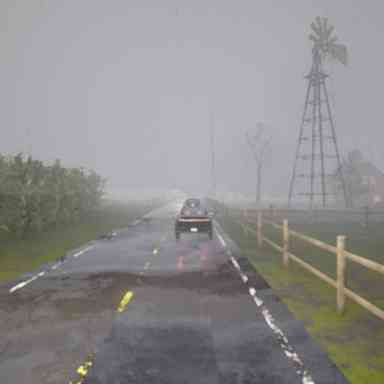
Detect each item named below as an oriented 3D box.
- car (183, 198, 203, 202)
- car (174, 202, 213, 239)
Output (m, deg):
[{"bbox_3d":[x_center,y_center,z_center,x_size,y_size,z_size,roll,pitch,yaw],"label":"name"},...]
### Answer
[{"bbox_3d":[0.093,1.381,35.365,2.097,1.767,4.553,0,0,0],"label":"car"},{"bbox_3d":[0.096,1.502,17.544,2.128,1.511,4.902,0,0,0],"label":"car"}]
